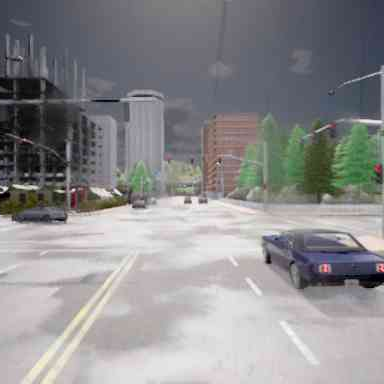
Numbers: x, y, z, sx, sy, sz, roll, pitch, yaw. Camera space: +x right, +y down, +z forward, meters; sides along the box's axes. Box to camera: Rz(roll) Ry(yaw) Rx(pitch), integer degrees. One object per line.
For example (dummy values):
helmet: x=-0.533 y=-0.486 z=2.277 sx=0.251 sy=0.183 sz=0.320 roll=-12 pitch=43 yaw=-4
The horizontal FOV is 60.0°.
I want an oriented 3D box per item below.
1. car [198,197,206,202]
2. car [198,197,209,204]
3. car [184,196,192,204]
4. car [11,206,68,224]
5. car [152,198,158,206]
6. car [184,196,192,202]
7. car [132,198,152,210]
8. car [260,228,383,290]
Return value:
car: x=2.483 y=1.892 z=83.555 sx=1.895 sy=1.301 sz=4.718 roll=0 pitch=0 yaw=-1
car: x=2.584 y=1.937 z=74.656 sx=1.812 sy=1.442 sz=4.674 roll=0 pitch=0 yaw=-1
car: x=-0.912 y=2.024 z=74.298 sx=1.895 sy=1.301 sz=4.718 roll=0 pitch=0 yaw=-1
car: x=-12.105 y=1.784 z=26.494 sx=4.181 sy=1.385 sz=1.994 roll=0 pitch=-1 yaw=13
car: x=-7.823 y=1.920 z=65.390 sx=2.128 sy=1.511 sz=4.902 roll=0 pitch=0 yaw=0
car: x=-1.017 y=1.816 z=83.486 sx=1.837 sy=1.490 sz=4.892 roll=0 pitch=0 yaw=-1
car: x=-7.705 y=1.877 z=49.621 sx=2.033 sy=1.411 sz=5.357 roll=0 pitch=0 yaw=0
car: x=3.274 y=1.636 z=9.177 sx=1.895 sy=1.301 sz=4.718 roll=0 pitch=0 yaw=-2
